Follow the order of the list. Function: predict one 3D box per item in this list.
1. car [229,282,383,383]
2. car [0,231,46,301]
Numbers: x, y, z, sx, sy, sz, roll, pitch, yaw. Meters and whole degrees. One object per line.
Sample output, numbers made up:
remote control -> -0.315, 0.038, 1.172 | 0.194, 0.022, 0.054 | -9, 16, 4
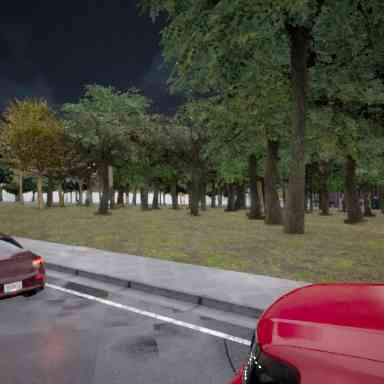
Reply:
car -> 2.906, 1.222, 1.613 | 5.566, 2.045, 2.150 | 0, 0, 35
car -> -5.051, 1.524, 7.273 | 4.674, 1.442, 1.812 | 0, 0, 36
